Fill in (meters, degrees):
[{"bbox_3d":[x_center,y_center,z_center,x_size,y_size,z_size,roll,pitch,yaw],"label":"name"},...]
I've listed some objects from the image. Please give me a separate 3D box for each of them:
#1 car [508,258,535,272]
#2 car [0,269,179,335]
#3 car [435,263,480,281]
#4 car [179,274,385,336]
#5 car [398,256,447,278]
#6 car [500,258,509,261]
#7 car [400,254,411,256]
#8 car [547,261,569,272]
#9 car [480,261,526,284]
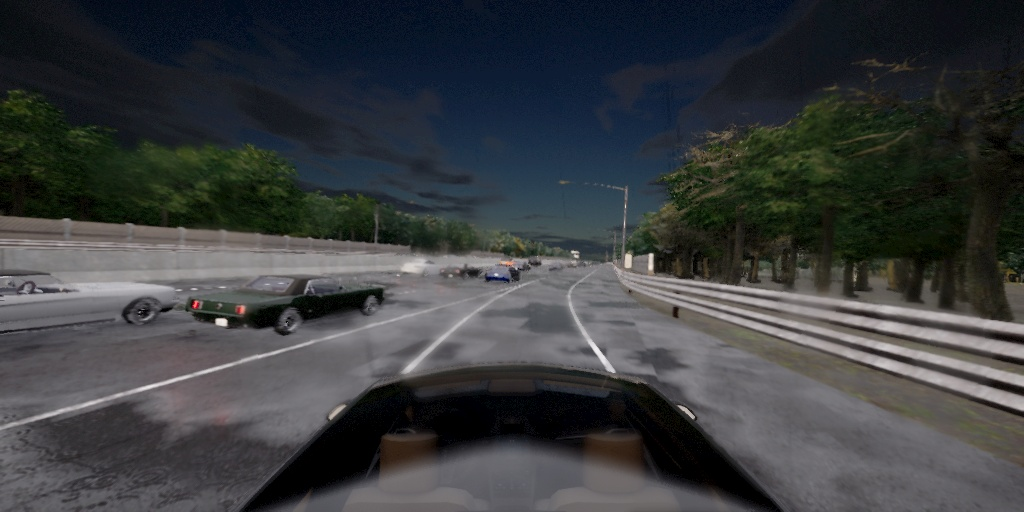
[{"bbox_3d":[1.237,1.415,48.192,2.033,1.411,5.357,3,0,15],"label":"car"},{"bbox_3d":[-9.841,0.915,7.139,1.895,1.301,4.718,3,0,15],"label":"car"},{"bbox_3d":[-3.985,1.207,28.845,1.895,1.301,4.718,3,0,15],"label":"car"},{"bbox_3d":[-5.531,1.138,9.699,1.895,1.301,4.718,3,0,15],"label":"car"},{"bbox_3d":[-7.360,0.955,29.737,1.812,1.442,4.674,3,0,15],"label":"car"},{"bbox_3d":[-0.576,1.120,54.848,2.097,1.767,4.553,3,0,15],"label":"car"},{"bbox_3d":[-15.604,0.488,53.043,1.837,1.490,4.892,3,0,16],"label":"car"},{"bbox_3d":[7.215,1.722,56.930,2.033,1.411,5.357,3,0,15],"label":"car"},{"bbox_3d":[-0.617,1.347,27.907,1.994,1.385,4.181,3,0,15],"label":"car"}]
